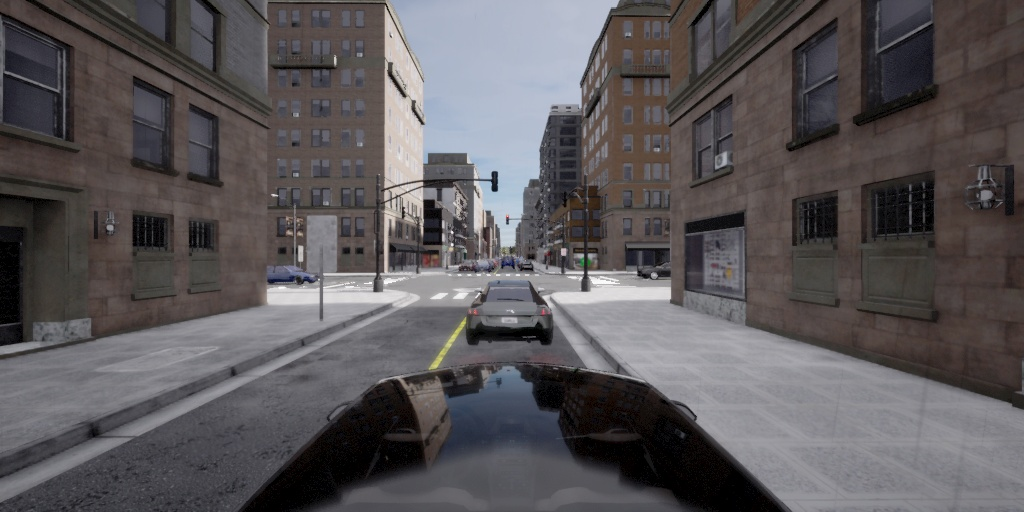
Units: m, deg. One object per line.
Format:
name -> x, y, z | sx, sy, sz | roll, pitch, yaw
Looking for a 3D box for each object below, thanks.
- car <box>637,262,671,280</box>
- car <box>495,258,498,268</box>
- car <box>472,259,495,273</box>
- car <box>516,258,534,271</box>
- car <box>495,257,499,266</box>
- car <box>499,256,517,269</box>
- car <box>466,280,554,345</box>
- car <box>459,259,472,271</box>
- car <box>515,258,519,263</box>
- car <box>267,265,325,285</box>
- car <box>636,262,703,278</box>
car -> 12.974, 1.201, 29.931 | 4.892, 1.490, 1.837 | 0, 0, -1
car -> -3.557, 1.348, 54.243 | 2.033, 1.411, 5.357 | 0, 0, 0
car -> -3.518, 1.310, 44.564 | 1.812, 1.442, 4.674 | 0, 0, 1
car -> 1.961, 1.356, 48.574 | 1.948, 1.339, 4.313 | 0, 0, 0
car -> -3.593, 1.297, 64.195 | 1.882, 1.535, 5.008 | 0, 0, 0
car -> -0.653, 1.032, 59.929 | 2.150, 2.045, 5.566 | 0, 0, 0
car -> -0.059, 1.314, 9.505 | 1.994, 1.385, 4.181 | 0, 0, 0
car -> -6.064, 1.230, 48.519 | 1.967, 1.591, 4.097 | 0, 0, 0
car -> 1.885, 1.392, 59.596 | 1.802, 1.307, 4.207 | 0, 0, 0
car -> -16.704, 1.354, 26.126 | 5.357, 1.411, 2.033 | 0, 0, -1
car -> 14.502, 1.243, 33.202 | 5.357, 1.411, 2.033 | 0, 0, -1
